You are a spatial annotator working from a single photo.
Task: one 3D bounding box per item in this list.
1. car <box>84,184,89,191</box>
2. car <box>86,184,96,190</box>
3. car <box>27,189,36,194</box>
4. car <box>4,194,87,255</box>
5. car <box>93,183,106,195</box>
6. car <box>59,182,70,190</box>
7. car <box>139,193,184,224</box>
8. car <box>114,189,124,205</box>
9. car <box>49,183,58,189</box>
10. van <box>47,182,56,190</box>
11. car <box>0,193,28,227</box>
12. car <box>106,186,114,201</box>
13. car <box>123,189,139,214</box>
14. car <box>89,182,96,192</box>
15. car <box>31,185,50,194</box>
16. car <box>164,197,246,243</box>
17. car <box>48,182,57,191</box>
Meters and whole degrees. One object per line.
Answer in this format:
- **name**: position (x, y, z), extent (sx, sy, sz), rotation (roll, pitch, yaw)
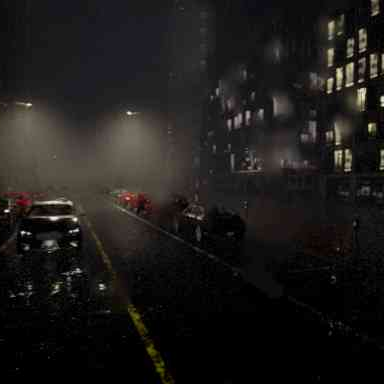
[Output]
- **car**: position (-21.486, -1.222, 71.955), extent (2.192, 1.841, 5.009), rotation (0, 2, -21)
- **car**: position (-23.494, -1.183, 77.282), extent (1.887, 1.381, 4.507), rotation (0, 2, -21)
- **car**: position (-11.299, 0.733, 21.142), extent (1.887, 1.381, 4.507), rotation (0, 2, -21)
- **car**: position (-4.805, 1.061, 11.518), extent (2.128, 1.511, 4.902), rotation (0, 2, -21)
- **car**: position (-13.472, -0.207, 50.679), extent (1.947, 1.339, 4.313), rotation (0, 2, -21)
- **car**: position (-28.563, -1.349, 74.580), extent (2.097, 1.767, 4.553), rotation (0, 2, -21)
- **car**: position (-1.443, 0.820, 18.751), extent (1.967, 1.590, 4.097), rotation (0, 2, -21)
- **car**: position (-5.454, 0.576, 29.398), extent (1.802, 1.307, 4.206), rotation (0, 2, -21)
- **car**: position (-35.355, -1.554, 84.992), extent (2.008, 1.369, 4.403), rotation (0, 2, -21)
- **van**: position (-31.341, -1.385, 74.344), extent (1.690, 1.788, 3.998), rotation (0, 2, -21)
- **car**: position (-9.295, 0.932, 15.822), extent (2.008, 1.369, 4.403), rotation (0, 2, -21)
- **car**: position (-7.458, 0.352, 34.717), extent (2.008, 1.369, 4.403), rotation (0, 2, -21)
- **car**: position (-3.449, 0.731, 24.076), extent (1.887, 1.381, 4.507), rotation (0, 2, -21)
- **car**: position (-17.540, -0.636, 61.479), extent (1.752, 1.417, 4.829), rotation (0, 2, -21)
- **car**: position (-17.313, 0.156, 37.104), extent (1.887, 1.381, 4.507), rotation (0, 2, -21)
- **car**: position (0.560, 1.124, 13.435), extent (2.008, 1.369, 4.403), rotation (0, 2, -21)
- **car**: position (-29.341, -0.985, 69.029), extent (2.008, 1.369, 4.403), rotation (0, 2, -21)
